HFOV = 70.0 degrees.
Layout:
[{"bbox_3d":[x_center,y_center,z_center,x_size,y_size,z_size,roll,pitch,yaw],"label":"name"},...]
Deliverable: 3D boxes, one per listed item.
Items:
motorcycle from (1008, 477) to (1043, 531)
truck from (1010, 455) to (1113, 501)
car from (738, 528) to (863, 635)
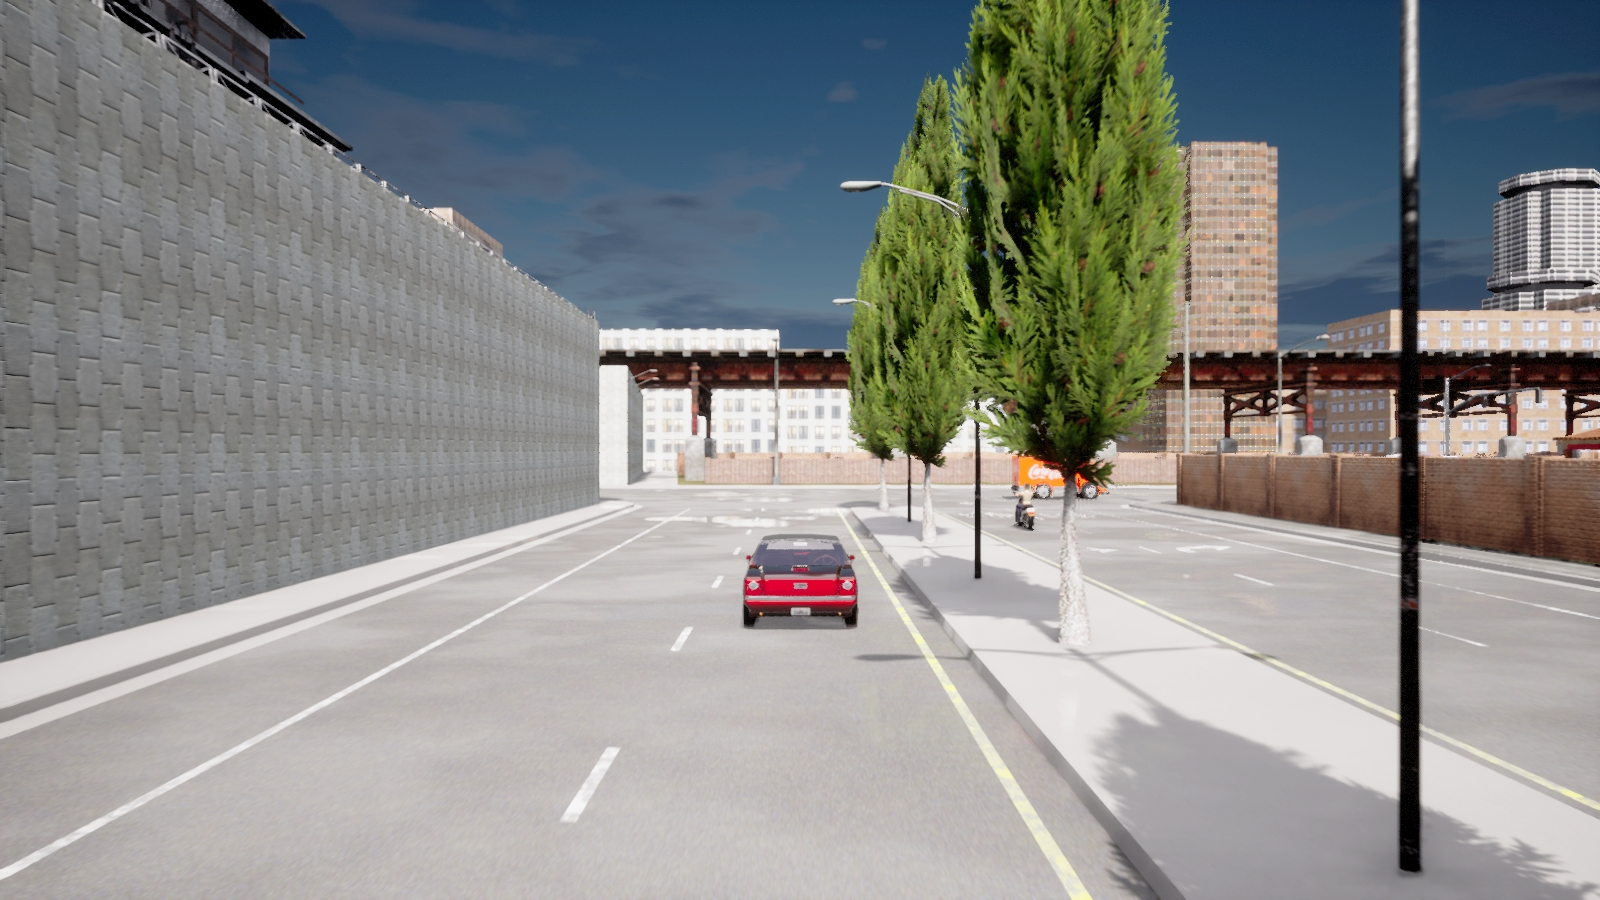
[{"bbox_3d":[8.040,1.907,40.826,0.764,1.802,2.356,0,0,0],"label":"motorcycle"},{"bbox_3d":[14.820,1.558,65.004,5.204,2.467,2.627,1,0,1],"label":"truck"},{"bbox_3d":[0.006,2.155,19.723,1.895,1.301,4.718,0,0,0],"label":"car"}]
